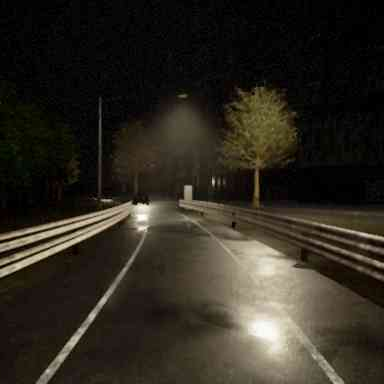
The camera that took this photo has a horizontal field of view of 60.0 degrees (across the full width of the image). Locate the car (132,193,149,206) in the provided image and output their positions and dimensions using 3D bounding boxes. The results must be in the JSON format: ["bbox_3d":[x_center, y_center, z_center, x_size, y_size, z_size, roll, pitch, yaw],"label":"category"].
[{"bbox_3d":[-8.593,1.188,55.138,2.150,2.045,5.566,0,0,-20],"label":"car"}]
